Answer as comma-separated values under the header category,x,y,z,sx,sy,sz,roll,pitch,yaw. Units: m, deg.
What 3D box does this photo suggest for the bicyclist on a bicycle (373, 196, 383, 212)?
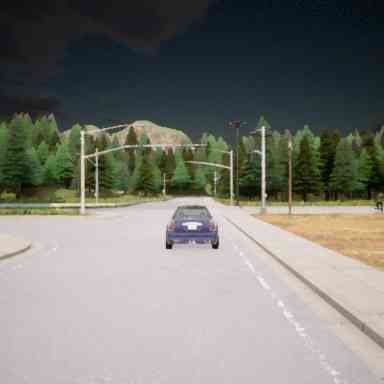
category,x,y,z,sx,sy,sz,roll,pitch,yaw
bicyclist on a bicycle,18.331,1.191,32.783,0.582,1.620,1.656,0,0,1

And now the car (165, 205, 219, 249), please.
category,x,y,z,sx,sy,sz,roll,pitch,yaw
car,0.007,1.340,14.620,2.097,1.767,4.553,0,0,0
